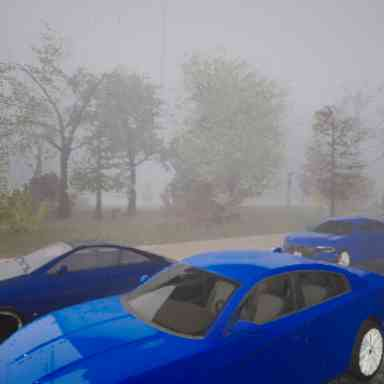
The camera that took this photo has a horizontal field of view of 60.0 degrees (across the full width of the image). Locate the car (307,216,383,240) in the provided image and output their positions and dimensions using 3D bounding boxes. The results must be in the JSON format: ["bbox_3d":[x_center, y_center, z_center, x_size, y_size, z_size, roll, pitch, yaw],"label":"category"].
[{"bbox_3d":[5.184,1.588,11.220,5.008,1.535,1.882,1,0,-34],"label":"car"}]

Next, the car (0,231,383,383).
[{"bbox_3d":[0.473,1.504,3.981,5.008,1.535,1.882,1,0,-35],"label":"car"}]

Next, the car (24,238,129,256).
[{"bbox_3d":[-2.162,1.578,6.083,4.181,1.385,1.994,1,0,-34],"label":"car"}]
